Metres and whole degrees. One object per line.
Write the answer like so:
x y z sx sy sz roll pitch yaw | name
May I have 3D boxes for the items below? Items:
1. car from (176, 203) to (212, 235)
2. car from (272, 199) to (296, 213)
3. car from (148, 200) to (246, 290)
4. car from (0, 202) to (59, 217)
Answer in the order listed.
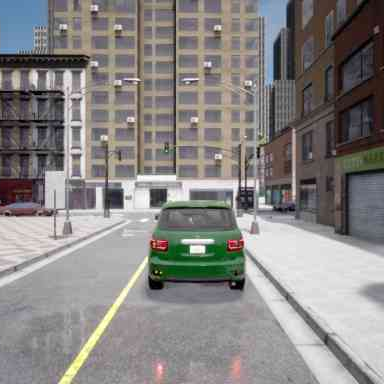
0.071 1.498 19.721 1.837 1.490 4.892 0 0 -1 | car
11.033 1.429 34.220 5.357 1.411 2.033 -1 0 -1 | car
0.100 1.220 9.224 2.150 2.045 5.566 0 0 0 | car
-15.214 1.647 30.716 5.357 1.411 2.033 0 0 3 | car
